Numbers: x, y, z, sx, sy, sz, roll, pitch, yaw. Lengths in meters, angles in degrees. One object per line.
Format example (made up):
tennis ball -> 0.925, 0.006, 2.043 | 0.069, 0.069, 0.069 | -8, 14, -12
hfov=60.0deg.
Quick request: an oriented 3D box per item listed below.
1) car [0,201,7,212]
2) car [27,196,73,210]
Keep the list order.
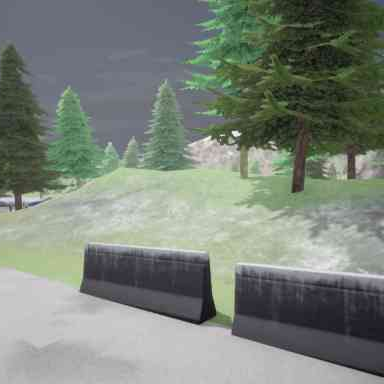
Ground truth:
car -> -21.870, 1.398, 34.400 | 2.128, 1.511, 4.902 | 0, 0, 42
car -> -18.462, 1.374, 42.803 | 5.008, 1.535, 1.882 | 0, 0, -42
